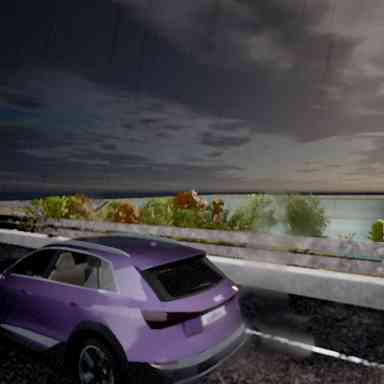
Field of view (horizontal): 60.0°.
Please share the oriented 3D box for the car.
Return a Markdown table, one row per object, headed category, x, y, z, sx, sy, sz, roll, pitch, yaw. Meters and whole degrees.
| category | x | y | z | sx | sy | sz | roll | pitch | yaw |
| --- | --- | --- | --- | --- | --- | --- | --- | --- | --- |
| car | -1.576 | 1.453 | 5.035 | 4.856 | 1.649 | 2.033 | 0 | 0 | 36 |
